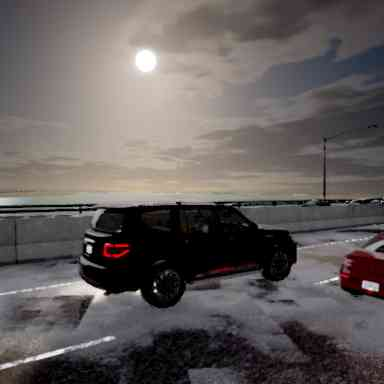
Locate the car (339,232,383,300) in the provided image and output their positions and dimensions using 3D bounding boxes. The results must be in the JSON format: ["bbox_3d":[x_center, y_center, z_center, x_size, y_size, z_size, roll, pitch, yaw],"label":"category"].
[{"bbox_3d":[5.113,1.541,7.357,4.674,1.442,1.812,0,0,-35],"label":"car"}]

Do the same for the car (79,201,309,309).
[{"bbox_3d":[0.151,1.232,8.134,5.566,2.045,2.150,0,0,-35],"label":"car"}]

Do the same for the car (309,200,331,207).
[{"bbox_3d":[14.882,1.631,40.050,4.181,1.385,1.994,0,0,-35],"label":"car"}]

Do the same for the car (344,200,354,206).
[{"bbox_3d":[19.740,1.576,39.150,4.892,1.490,1.837,0,0,-34],"label":"car"}]

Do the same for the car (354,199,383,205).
[{"bbox_3d":[19.646,1.612,34.846,5.357,1.411,2.033,0,0,-35],"label":"car"}]
